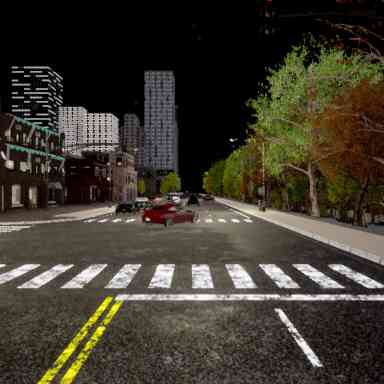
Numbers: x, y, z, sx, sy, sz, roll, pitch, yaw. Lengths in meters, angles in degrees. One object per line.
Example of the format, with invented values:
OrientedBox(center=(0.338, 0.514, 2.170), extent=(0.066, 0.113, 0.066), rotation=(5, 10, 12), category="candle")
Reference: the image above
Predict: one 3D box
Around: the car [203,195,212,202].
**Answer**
OrientedBox(center=(3.399, 1.448, 74.284), extent=(1.882, 1.535, 5.008), rotation=(0, 0, 0), category="car")

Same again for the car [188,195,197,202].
OrientedBox(center=(0.158, 1.471, 74.331), extent=(1.837, 1.490, 4.892), rotation=(0, 0, 0), category="car")

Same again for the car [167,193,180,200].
OrientedBox(center=(-3.206, 1.202, 55.229), extent=(2.150, 2.045, 5.566), rotation=(0, 0, 1), category="car")

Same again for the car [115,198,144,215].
OrientedBox(center=(-6.524, 1.554, 33.955), extent=(1.994, 1.385, 4.181), rotation=(0, 0, 0), category="car")

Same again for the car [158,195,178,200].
OrientedBox(center=(-3.244, 1.490, 44.504), extent=(1.837, 1.490, 4.892), rotation=(0, 0, 0), category="car")

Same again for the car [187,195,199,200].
OrientedBox(center=(0.209, 1.506, 54.210), extent=(1.812, 1.442, 4.674), rotation=(0, 0, 0), category="car")

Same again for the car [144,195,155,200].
OrientedBox(center=(-6.504, 1.477, 42.832), extent=(2.128, 1.511, 4.902), rotation=(0, 0, 0), category="car")

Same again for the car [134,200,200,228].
OrientedBox(center=(-1.433, 1.520, 22.386), extent=(1.812, 1.442, 4.674), rotation=(1, 1, 34), category="car")

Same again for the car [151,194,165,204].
OrientedBox(center=(-6.425, 1.329, 62.643), extent=(2.097, 1.767, 4.553), rotation=(0, 0, 1), category="car")

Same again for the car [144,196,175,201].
OrientedBox(center=(-3.272, 1.481, 34.262), extent=(2.128, 1.511, 4.902), rotation=(0, 0, 0), category="car")

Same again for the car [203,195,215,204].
OrientedBox(center=(3.480, 1.468, 64.015), extent=(2.128, 1.511, 4.902), rotation=(0, 0, 0), category="car")
